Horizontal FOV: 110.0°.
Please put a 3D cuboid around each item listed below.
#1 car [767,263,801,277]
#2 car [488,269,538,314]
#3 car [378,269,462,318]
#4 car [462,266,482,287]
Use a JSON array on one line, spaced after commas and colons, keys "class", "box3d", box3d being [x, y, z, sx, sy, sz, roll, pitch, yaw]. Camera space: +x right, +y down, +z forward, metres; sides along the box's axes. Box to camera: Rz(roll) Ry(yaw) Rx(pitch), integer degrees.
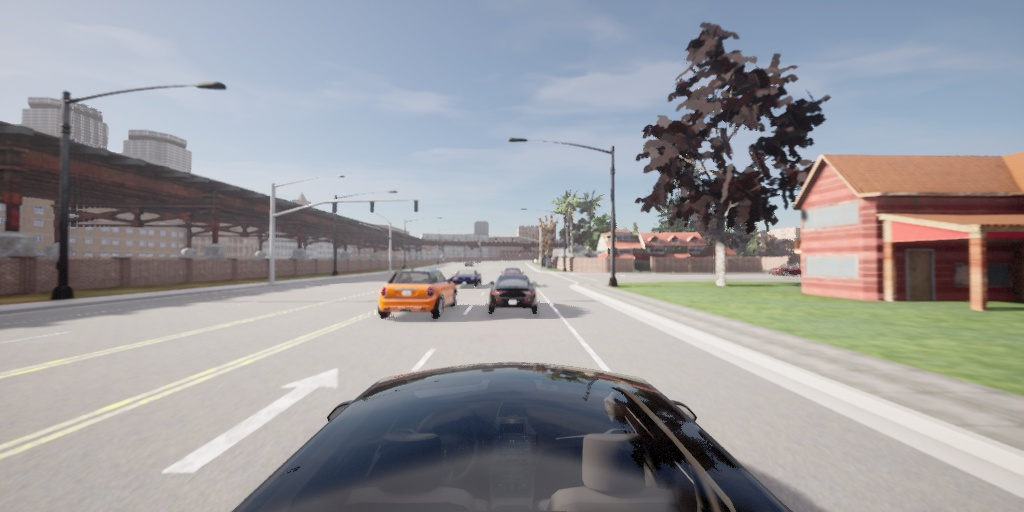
[{"class": "car", "box3d": [35.383, 1.708, 45.891, 4.553, 1.767, 2.097, 0, -1, -1]}, {"class": "car", "box3d": [0.049, 1.454, 14.718, 1.812, 1.442, 4.674, 0, -1, 1]}, {"class": "car", "box3d": [-3.456, 1.270, 13.962, 2.097, 1.767, 4.553, 0, -1, 1]}, {"class": "car", "box3d": [-3.465, 1.718, 28.438, 1.895, 1.301, 4.718, 0, -1, 1]}]
